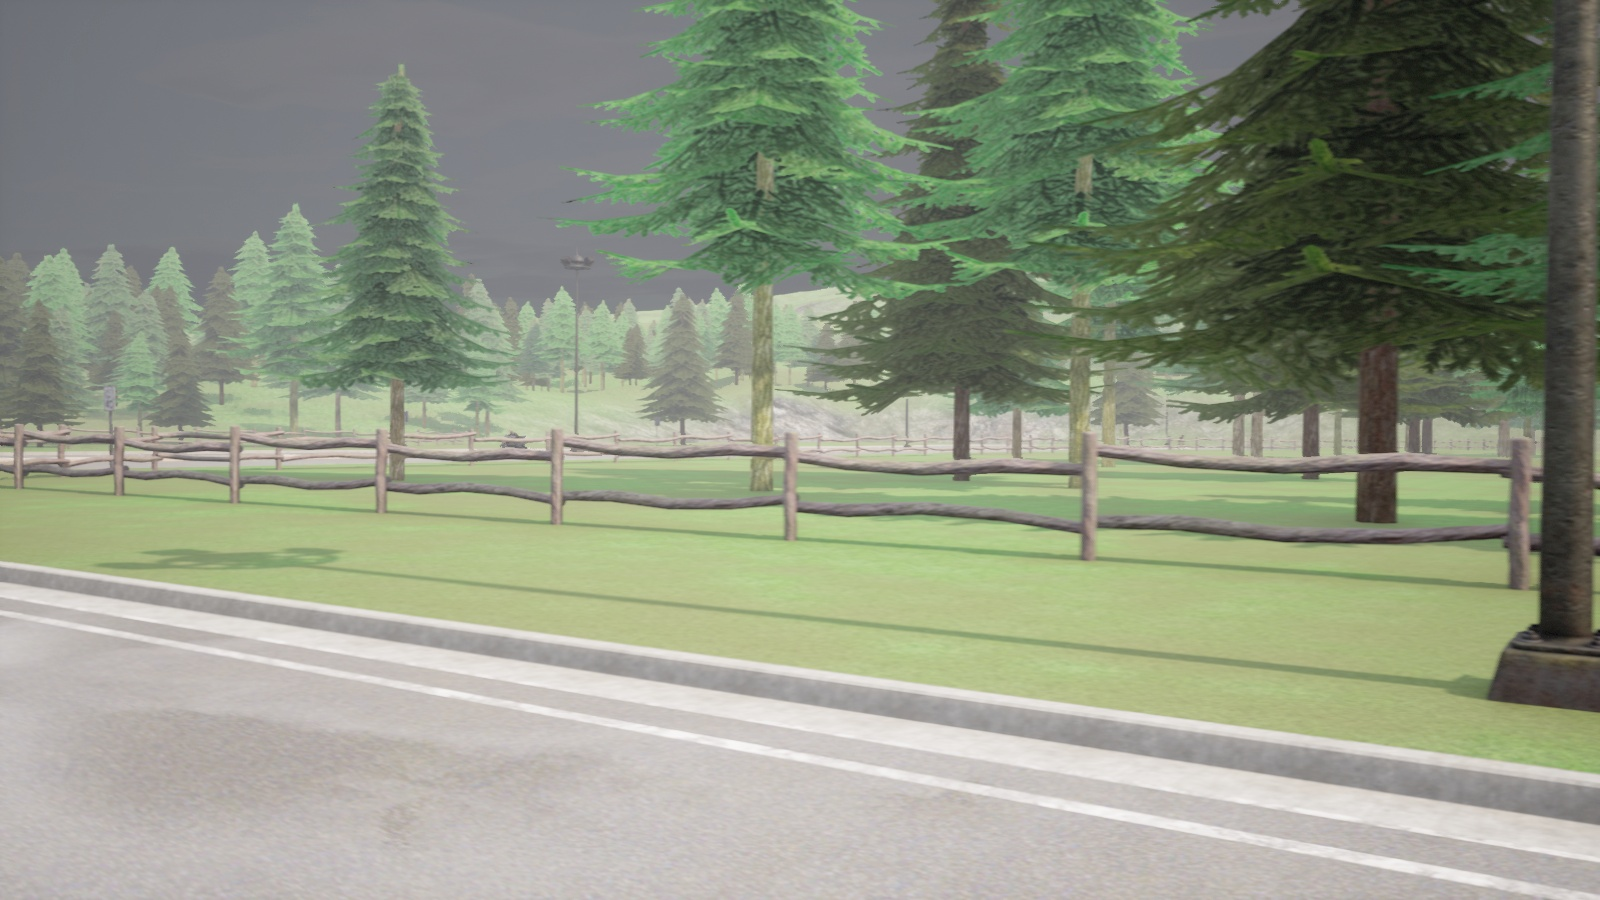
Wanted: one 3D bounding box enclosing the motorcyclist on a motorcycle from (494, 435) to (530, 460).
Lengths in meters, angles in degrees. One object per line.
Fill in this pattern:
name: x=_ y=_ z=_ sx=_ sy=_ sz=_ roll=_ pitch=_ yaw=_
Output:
motorcyclist on a motorcycle: x=-17.930 y=-0.139 z=78.238 sx=0.866 sy=1.530 sz=2.191 roll=0 pitch=1 yaw=34
